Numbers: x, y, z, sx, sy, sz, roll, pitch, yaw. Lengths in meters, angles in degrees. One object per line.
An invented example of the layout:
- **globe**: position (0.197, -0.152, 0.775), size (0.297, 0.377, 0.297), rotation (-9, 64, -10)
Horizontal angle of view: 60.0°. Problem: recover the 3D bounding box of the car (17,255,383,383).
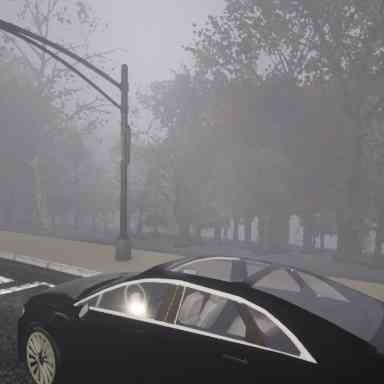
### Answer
- **car**: position (0.017, 1.491, 3.688), size (4.902, 1.511, 2.128), rotation (0, 0, 34)
